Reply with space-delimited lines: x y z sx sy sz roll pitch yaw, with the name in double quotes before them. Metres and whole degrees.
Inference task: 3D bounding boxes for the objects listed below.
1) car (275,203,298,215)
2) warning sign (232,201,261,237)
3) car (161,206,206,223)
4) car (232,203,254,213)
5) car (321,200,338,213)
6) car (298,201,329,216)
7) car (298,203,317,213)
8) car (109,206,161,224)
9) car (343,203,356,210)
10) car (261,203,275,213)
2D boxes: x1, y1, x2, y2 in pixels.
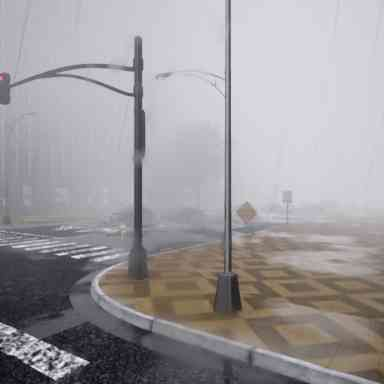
"car" 13.573 2.450 46.230 1.895 1.301 4.718 0 -1 33
"warning sign" 3.050 1.454 18.585 1.300 1.860 1.060 1 1 33
"car" -0.698 2.015 30.276 2.033 1.411 5.357 0 -1 33
"car" 7.629 2.336 49.197 1.837 1.490 4.892 0 -2 33
"car" 21.762 2.254 53.069 2.150 2.045 5.566 0 -1 33
"car" 16.242 2.343 44.378 2.128 1.511 4.902 0 -1 33
"car" 19.008 2.592 54.795 1.994 1.385 4.181 0 -1 33
"car" -5.150 1.933 29.356 1.812 1.442 4.674 0 -1 33
"car" 31.294 2.837 65.824 1.812 1.442 4.674 0 -1 33
"car" 11.983 2.378 49.921 2.128 1.511 4.902 0 -1 33
